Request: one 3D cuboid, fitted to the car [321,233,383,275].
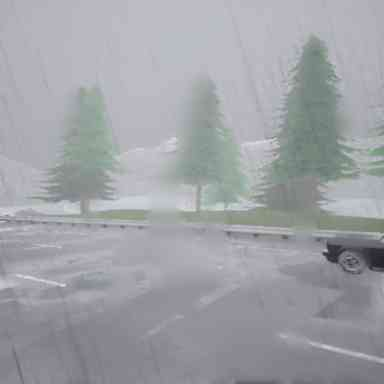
[{"bbox_3d":[5.883,1.473,8.434,4.718,1.301,1.895,-1,0,35],"label":"car"}]
